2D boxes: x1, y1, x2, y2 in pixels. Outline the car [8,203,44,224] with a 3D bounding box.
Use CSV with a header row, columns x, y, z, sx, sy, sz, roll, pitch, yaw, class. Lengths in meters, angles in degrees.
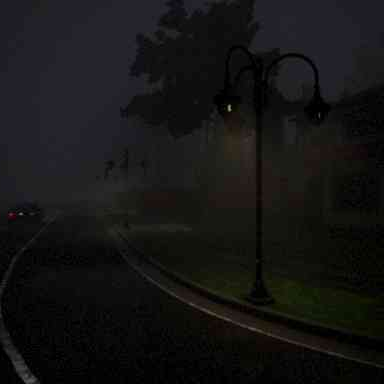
x,y,z,sx,sy,sz,roll,pitch,yaw,class
-12.198,1.537,24.623,2.033,1.411,5.357,0,0,-18,car
